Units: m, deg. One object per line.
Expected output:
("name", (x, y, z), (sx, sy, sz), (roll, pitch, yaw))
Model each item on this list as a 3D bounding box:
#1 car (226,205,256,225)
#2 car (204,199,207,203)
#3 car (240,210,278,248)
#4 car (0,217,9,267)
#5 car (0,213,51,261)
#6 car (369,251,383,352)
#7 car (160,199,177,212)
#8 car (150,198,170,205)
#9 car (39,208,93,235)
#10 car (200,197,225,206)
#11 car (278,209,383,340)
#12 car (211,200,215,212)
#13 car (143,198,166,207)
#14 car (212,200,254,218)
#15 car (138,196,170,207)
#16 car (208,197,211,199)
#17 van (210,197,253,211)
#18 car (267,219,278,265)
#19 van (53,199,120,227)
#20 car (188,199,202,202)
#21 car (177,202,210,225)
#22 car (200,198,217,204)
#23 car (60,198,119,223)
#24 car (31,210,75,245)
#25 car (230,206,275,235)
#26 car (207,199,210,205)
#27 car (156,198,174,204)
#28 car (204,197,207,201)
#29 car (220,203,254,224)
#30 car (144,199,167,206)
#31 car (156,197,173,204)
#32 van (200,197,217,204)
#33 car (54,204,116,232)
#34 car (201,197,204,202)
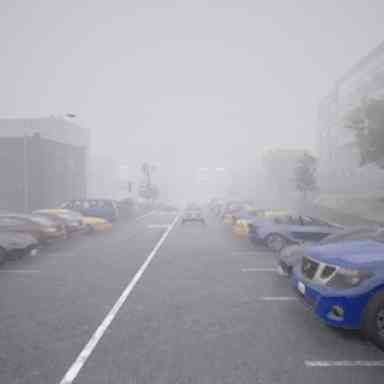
("car", (4.674, 1.705, 19.620), (4.792, 1.488, 2.163), (0, -1, 0))
("car", (4.668, 2.053, 50.349), (4.792, 1.488, 2.163), (0, -1, 0))
("car", (4.676, 1.642, 14.032), (4.792, 1.488, 2.163), (0, -1, 0))
("car", (-7.867, 1.545, 8.304), (5.366, 1.575, 1.946), (0, -1, 0))
("car", (-7.654, 1.609, 11.096), (4.792, 1.488, 2.163), (0, -1, 0))
("car", (4.648, 1.490, 2.918), (5.008, 1.535, 2.097), (0, -1, 0))
("car", (-3.048, 2.029, 46.862), (1.812, 1.442, 4.674), (0, -1, 1))
("car", (-7.727, 2.234, 80.054), (4.553, 1.767, 2.185), (0, -1, 0))
("car", (-7.681, 1.681, 16.551), (4.674, 1.452, 2.002), (0, -1, 0))
("car", (4.607, 2.056, 75.491), (5.566, 2.045, 2.435), (0, -1, 0))
("car", (4.620, 1.266, 5.655), (5.566, 2.045, 2.435), (0, -1, 0))
("car", (4.649, 1.835, 33.587), (4.892, 1.521, 2.231), (0, -1, 0))
("car", (-7.662, 2.099, 68.176), (4.553, 1.767, 2.185), (0, -1, 0))
("car", (4.638, 1.803, 30.793), (4.892, 1.521, 2.231), (0, -1, 0))
("car", (-7.721, 1.942, 65.365), (5.566, 2.045, 2.435), (0, -1, 0))
("car", (4.672, 1.803, 41.970), (4.553, 1.767, 2.185), (0, -1, 0))
("van", (4.526, 1.639, 36.383), (4.442, 1.987, 1.878), (0, -1, 0))
("car", (4.619, 1.579, 8.445), (4.792, 1.488, 2.163), (0, -1, 0))
("van", (-7.802, 1.510, 24.927), (4.442, 1.987, 1.878), (0, -1, 0))
("car", (0.067, 1.985, 44.733), (1.837, 1.490, 4.892), (0, -1, 0))
("car", (0.096, 1.826, 26.943), (2.033, 1.411, 5.357), (0, -1, 0))
("car", (4.625, 2.497, 95.056), (4.892, 1.521, 2.231), (0, 0, 0))
("car", (-7.713, 1.453, 22.136), (5.566, 2.045, 2.435), (0, -1, 0))
("car", (-7.680, 1.651, 13.885), (4.674, 1.452, 2.002), (0, -1, 0))
("car", (4.832, 1.641, 16.826), (5.366, 1.575, 1.946), (0, -1, 0))
("car", (4.637, 1.898, 39.298), (5.008, 1.535, 2.097), (0, -1, 0))
("car", (-7.704, 2.497, 94.639), (5.008, 1.535, 2.097), (0, 0, 0))
("car", (4.608, 1.929, 53.142), (4.553, 1.767, 2.185), (0, -1, 0))
("car", (4.831, 1.704, 22.413), (5.366, 1.575, 1.946), (0, -1, 0))
("car", (-7.691, 2.298, 71.113), (4.674, 1.452, 2.002), (0, -1, 0))
("car", (-7.667, 2.362, 91.810), (4.553, 1.767, 2.185), (0, 0, 0))
("van", (4.515, 2.265, 92.249), (4.442, 1.987, 1.878), (0, 0, 0))
("car", (-7.499, 1.671, 19.468), (5.366, 1.575, 1.946), (0, -1, 0))
("car", (4.666, 1.835, 55.938), (5.566, 2.045, 2.435), (0, -1, 0))
